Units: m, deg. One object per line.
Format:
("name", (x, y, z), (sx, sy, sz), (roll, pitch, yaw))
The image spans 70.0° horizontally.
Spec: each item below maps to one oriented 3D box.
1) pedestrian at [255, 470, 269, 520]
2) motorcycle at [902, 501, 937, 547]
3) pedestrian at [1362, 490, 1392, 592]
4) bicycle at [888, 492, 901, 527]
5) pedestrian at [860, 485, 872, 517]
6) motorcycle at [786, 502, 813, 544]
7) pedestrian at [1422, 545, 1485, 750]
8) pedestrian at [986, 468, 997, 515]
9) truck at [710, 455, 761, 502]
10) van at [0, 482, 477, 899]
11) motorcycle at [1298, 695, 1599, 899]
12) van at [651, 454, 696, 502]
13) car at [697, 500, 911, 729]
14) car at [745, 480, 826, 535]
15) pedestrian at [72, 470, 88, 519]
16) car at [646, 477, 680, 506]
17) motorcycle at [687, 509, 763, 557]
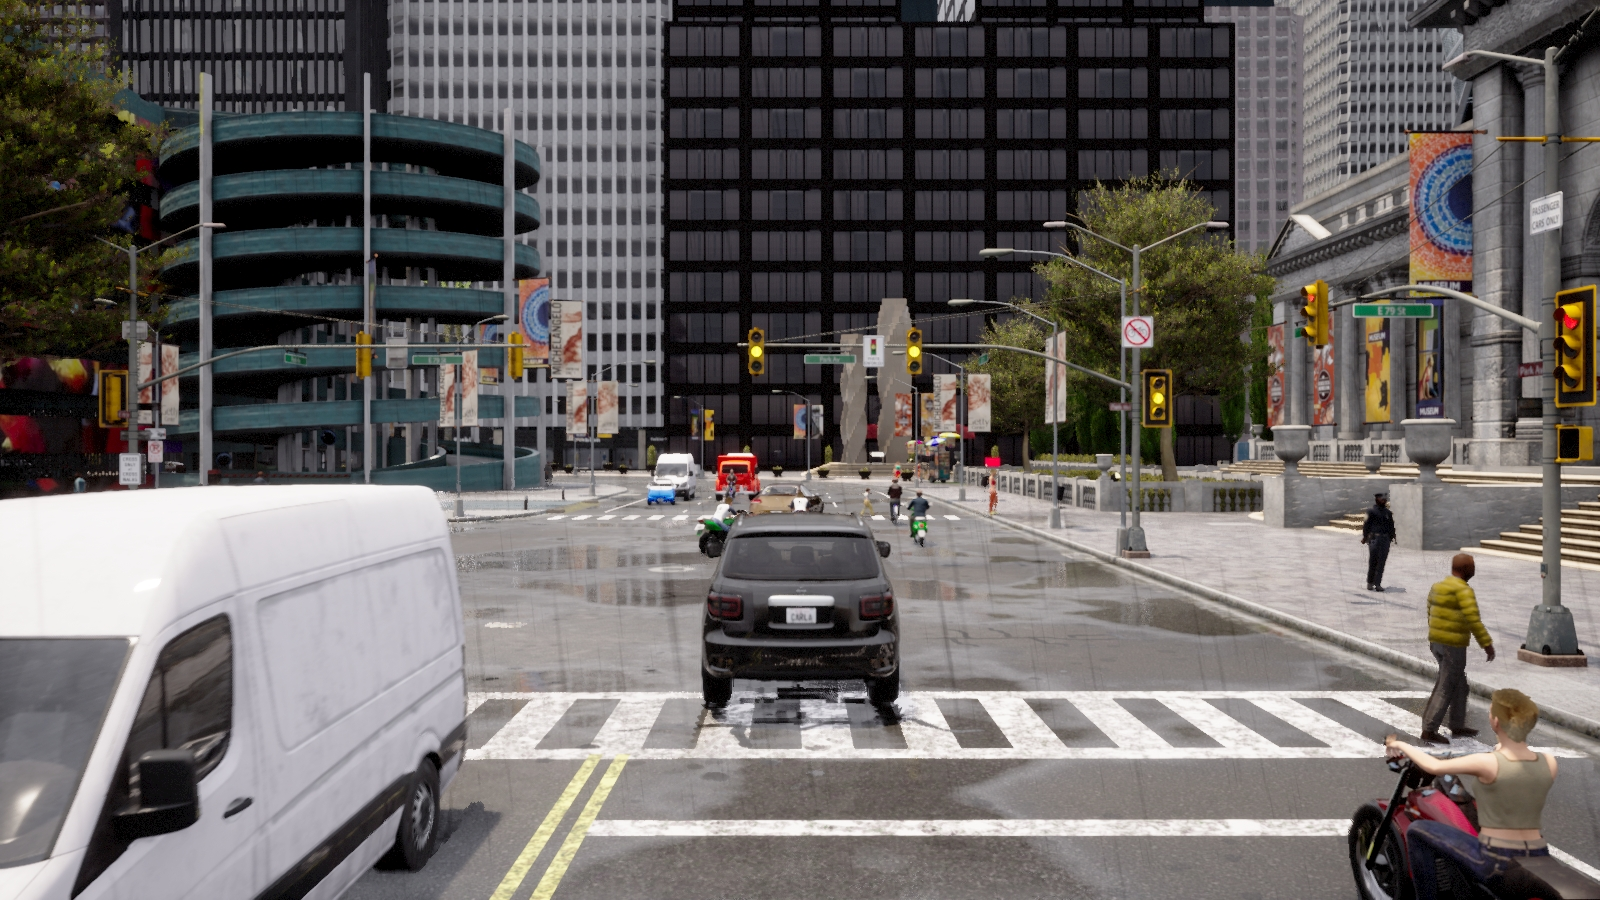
("pedestrian", (-20.093, 1.680, 42.637), (0.375, 1.860, 0.375), (0, 0, -7))
("motorcycle", (3.522, 2.169, 33.758), (0.856, 1.236, 1.805), (0, 0, 0))
("pedestrian", (10.727, 1.688, 21.233), (0.375, 1.860, 0.375), (0, 0, 4))
("bicycle", (3.500, 2.192, 42.459), (0.329, 1.171, 1.835), (0, 1, 0))
("pedestrian", (2.713, 2.111, 47.073), (0.375, 1.300, 0.375), (0, 0, -18))
("motorcycle", (-0.007, 2.198, 34.609), (0.803, 1.145, 2.033), (0, 0, 0))
("pedestrian", (6.163, 1.844, 10.780), (0.375, 1.860, 0.375), (0, 0, -3))
("pedestrian", (7.760, 1.678, 46.207), (0.375, 1.860, 0.375), (0, 0, 20))
("truck", (-3.541, 1.543, 64.074), (2.627, 2.467, 5.204), (0, 0, -1))
("van", (-3.508, 1.531, 5.938), (1.988, 2.561, 5.915), (0, 0, 0))
("motorcycle", (3.495, 2.167, 5.970), (0.764, 1.277, 2.356), (0, 0, 0))
("van", (-7.042, 1.510, 64.165), (1.988, 2.561, 5.915), (0, 0, -1))
("car", (0.013, 1.774, 14.241), (2.150, 2.045, 5.566), (0, 0, -1))
("car", (-0.437, 1.976, 40.503), (2.152, 1.651, 5.027), (0, 0, 8))
("pedestrian", (-27.249, 1.681, 43.233), (0.375, 1.860, 0.375), (0, 0, 12))
("car", (-6.988, 2.098, 58.266), (1.481, 1.376, 2.207), (0, 0, 0))
("motorcycle", (-1.993, 2.201, 30.659), (0.803, 1.145, 2.033), (0, 0, 42))
